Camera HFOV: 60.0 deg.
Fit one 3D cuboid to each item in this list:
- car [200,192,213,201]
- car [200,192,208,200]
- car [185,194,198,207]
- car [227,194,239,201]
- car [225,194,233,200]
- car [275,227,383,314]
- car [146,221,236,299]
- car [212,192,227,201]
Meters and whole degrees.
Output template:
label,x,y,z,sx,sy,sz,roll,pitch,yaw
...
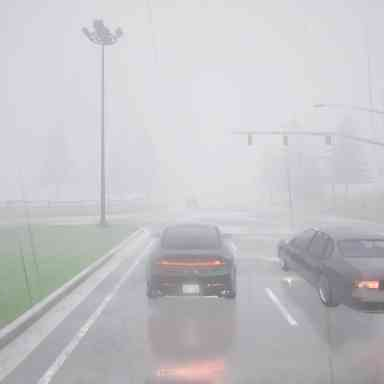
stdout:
label,x,y,z,sx,sy,sz,roll,pitch,yaw
car,3.344,1.347,82.966,2.097,1.767,4.553,0,0,0
car,3.325,1.057,93.029,2.150,2.045,5.566,0,0,0
car,-0.098,1.478,51.952,1.882,1.535,5.008,0,0,0
car,10.344,1.347,82.979,2.097,1.767,4.553,0,0,0
car,10.325,1.332,93.012,1.837,1.490,4.892,0,0,0
car,3.489,1.547,7.894,2.033,1.411,5.357,0,0,0
car,-0.006,1.505,8.447,1.837,1.490,4.892,0,0,0
car,6.845,1.517,82.586,2.128,1.511,4.902,0,0,0
